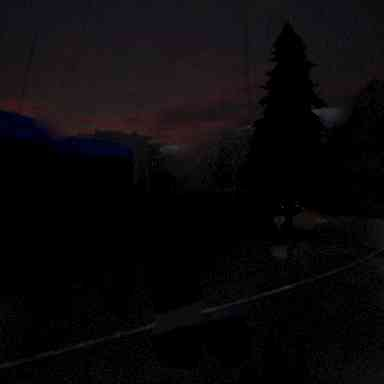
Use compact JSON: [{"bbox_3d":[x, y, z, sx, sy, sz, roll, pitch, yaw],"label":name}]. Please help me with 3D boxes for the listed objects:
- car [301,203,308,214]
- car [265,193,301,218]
[{"bbox_3d":[8.748,1.396,31.737,1.812,1.442,4.674,0,0,-36],"label":"car"},{"bbox_3d":[6.275,1.112,29.007,2.150,2.045,5.566,0,0,-36],"label":"car"}]
